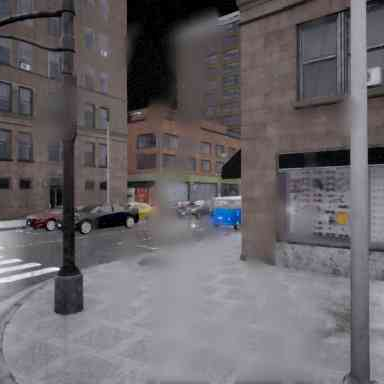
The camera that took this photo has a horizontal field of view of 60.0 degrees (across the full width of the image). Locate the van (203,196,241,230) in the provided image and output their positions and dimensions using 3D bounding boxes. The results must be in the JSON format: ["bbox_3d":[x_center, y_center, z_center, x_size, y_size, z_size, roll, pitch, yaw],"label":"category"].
[{"bbox_3d":[2.608,1.145,19.338,1.690,1.788,3.998,0,1,36],"label":"van"}]

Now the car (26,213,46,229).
[{"bbox_3d":[-7.538,1.441,19.894,1.887,1.381,4.507,0,1,36],"label":"car"}]

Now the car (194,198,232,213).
[{"bbox_3d":[2.151,1.321,33.223,1.802,1.307,4.206,0,1,36],"label":"car"}]

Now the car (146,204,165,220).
[{"bbox_3d":[-4.408,1.370,24.199,1.752,1.417,4.829,0,1,36],"label":"car"}]

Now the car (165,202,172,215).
[{"bbox_3d":[-1.078,1.373,28.781,1.802,1.307,4.206,0,1,36],"label":"car"}]

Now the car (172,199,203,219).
[{"bbox_3d":[0.756,1.311,26.623,1.812,1.442,4.674,0,0,36],"label":"car"}]

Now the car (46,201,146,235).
[{"bbox_3d":[-5.140,1.358,18.529,1.882,1.535,5.008,0,0,35],"label":"car"}]
